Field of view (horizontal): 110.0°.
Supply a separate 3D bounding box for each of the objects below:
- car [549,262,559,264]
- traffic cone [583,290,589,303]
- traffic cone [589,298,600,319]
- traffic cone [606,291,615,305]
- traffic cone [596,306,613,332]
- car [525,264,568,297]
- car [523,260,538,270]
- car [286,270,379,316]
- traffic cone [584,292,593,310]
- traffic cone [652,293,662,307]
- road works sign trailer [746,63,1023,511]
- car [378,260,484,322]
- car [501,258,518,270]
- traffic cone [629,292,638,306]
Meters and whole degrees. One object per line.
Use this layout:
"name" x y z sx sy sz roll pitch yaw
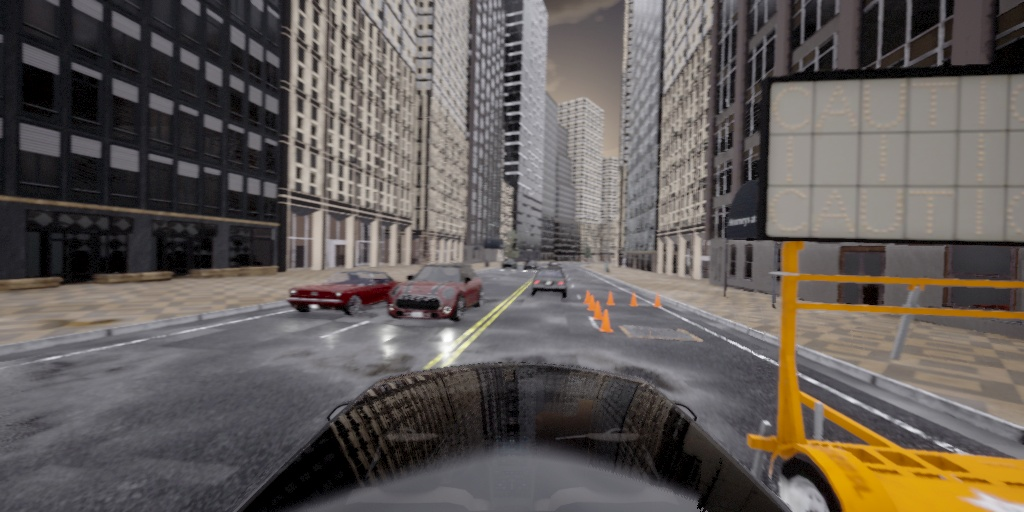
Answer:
"car" 5.732 1.484 49.221 1.812 1.442 4.674 2 0 7
"traffic cone" 3.367 1.818 16.016 0.340 0.580 0.340 0 0 7
"traffic cone" 2.874 1.800 12.047 0.340 0.580 0.340 0 0 7
"traffic cone" 4.359 1.848 15.892 0.340 0.580 0.340 0 0 7
"traffic cone" 2.628 1.791 10.062 0.340 0.580 0.340 0 0 7
"car" 2.092 1.374 19.916 2.033 1.411 5.357 2 0 7
"car" 2.766 1.374 53.075 1.837 1.490 4.892 2 0 7
"car" -5.552 1.190 12.730 1.895 1.301 4.718 2 0 7
"traffic cone" 3.121 1.809 14.032 0.340 0.580 0.340 0 0 7
"traffic cone" 6.343 1.908 15.646 0.340 0.580 0.340 0 0 7
"road works sign trailer" 3.144 0.311 2.974 2.380 3.560 2.880 0 0 8
"car" -2.343 1.038 12.140 2.097 1.767 4.553 2 0 7
"car" -0.366 1.129 54.149 2.097 1.767 4.553 2 0 7
"traffic cone" 5.351 1.878 15.770 0.340 0.580 0.340 0 0 7
